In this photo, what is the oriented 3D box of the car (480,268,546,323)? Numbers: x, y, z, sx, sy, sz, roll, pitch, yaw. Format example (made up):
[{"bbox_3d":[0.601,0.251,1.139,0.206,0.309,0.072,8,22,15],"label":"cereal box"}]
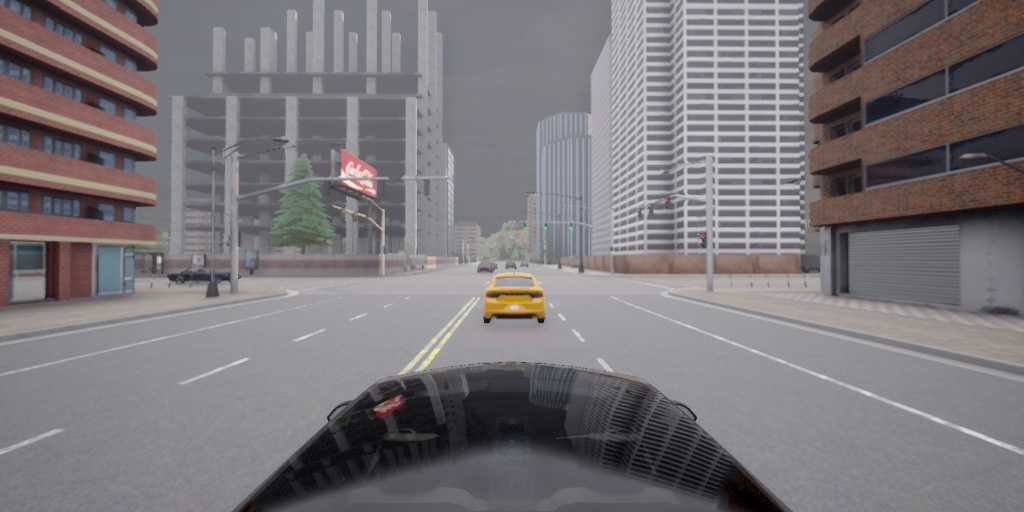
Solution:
[{"bbox_3d":[0.065,1.330,12.579,1.882,1.535,5.008,0,-1,0],"label":"car"}]

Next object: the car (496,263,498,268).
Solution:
[{"bbox_3d":[-3.810,1.799,60.857,2.128,1.511,4.902,0,-1,0],"label":"car"}]

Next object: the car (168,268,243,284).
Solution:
[{"bbox_3d":[-24.881,1.613,29.241,4.718,1.301,1.895,0,-1,-1],"label":"car"}]

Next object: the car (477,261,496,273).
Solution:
[{"bbox_3d":[-3.797,1.572,51.649,2.097,1.767,4.553,0,-1,0],"label":"car"}]
